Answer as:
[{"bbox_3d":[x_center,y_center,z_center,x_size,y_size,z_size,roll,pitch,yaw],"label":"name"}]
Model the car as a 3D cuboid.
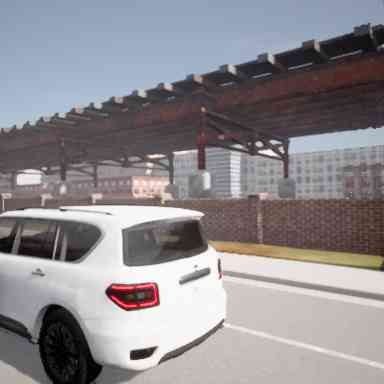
[{"bbox_3d":[-2.128,1.238,5.509,5.566,2.045,2.150,0,0,35],"label":"car"}]
